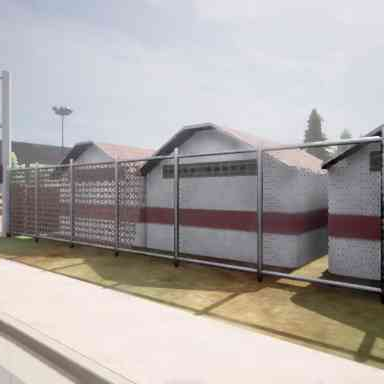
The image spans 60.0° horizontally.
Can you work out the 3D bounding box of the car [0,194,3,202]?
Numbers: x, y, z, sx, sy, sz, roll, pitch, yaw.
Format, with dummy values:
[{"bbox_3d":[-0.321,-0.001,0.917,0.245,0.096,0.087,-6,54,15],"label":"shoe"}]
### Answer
[{"bbox_3d":[-22.535,1.222,39.964,2.150,2.045,5.566,0,0,37],"label":"car"}]
